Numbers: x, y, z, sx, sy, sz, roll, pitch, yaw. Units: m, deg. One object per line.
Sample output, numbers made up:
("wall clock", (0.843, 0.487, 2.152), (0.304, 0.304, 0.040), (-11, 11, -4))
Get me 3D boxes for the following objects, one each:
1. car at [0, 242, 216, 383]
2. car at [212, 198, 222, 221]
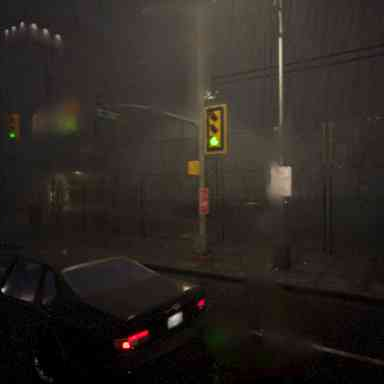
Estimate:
("car", (-2.286, 1.548, 5.267), (5.357, 1.411, 2.033), (0, 0, 34))
("car", (0.729, 1.182, 25.269), (4.553, 1.767, 2.185), (0, 0, 32))
